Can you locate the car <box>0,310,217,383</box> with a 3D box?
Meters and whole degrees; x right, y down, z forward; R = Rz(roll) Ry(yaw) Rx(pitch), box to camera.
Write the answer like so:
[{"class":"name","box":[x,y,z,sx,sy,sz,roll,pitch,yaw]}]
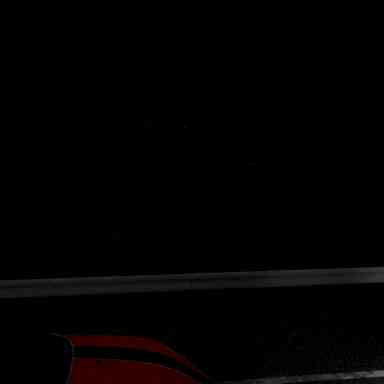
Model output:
[{"class":"car","box":[-1.848,1.352,1.669,4.553,1.767,2.097,0,0,-6]}]
